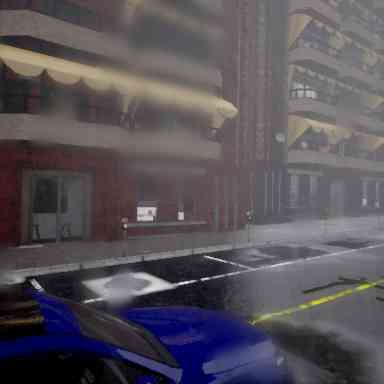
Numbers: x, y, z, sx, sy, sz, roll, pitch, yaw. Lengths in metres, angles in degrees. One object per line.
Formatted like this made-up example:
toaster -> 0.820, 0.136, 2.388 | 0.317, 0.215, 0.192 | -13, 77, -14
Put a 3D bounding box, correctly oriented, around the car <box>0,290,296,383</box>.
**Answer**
car -> -1.235, 1.526, 2.399 | 4.674, 1.442, 1.812 | 0, 0, -35
